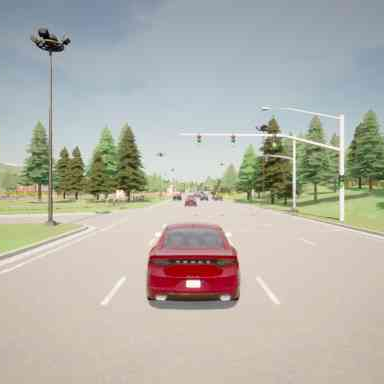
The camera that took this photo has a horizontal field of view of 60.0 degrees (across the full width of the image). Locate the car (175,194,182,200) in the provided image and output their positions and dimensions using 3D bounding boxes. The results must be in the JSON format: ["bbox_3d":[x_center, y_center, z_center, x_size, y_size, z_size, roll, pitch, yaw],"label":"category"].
[{"bbox_3d":[-3.846,1.310,93.999,1.882,1.535,5.008,0,0,0],"label":"car"}]

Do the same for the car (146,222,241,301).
[{"bbox_3d":[0.032,1.478,8.377,1.882,1.535,5.008,0,0,0],"label":"car"}]

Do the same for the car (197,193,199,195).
[{"bbox_3d":[3.154,1.357,94.025,2.128,1.511,4.902,0,0,0],"label":"car"}]

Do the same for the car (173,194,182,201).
[{"bbox_3d":[-3.807,1.469,83.579,1.882,1.535,5.008,0,0,0],"label":"car"}]

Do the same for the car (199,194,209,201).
[{"bbox_3d":[3.191,1.516,84.022,1.812,1.442,4.674,0,0,0],"label":"car"}]

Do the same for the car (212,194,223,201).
[{"bbox_3d":[6.693,1.516,83.618,2.128,1.511,4.902,0,0,0],"label":"car"}]

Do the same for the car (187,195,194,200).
[{"bbox_3d":[-0.346,1.427,94.042,1.895,1.301,4.718,0,0,0],"label":"car"}]

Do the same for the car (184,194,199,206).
[{"bbox_3d":[-0.194,1.525,52.979,1.812,1.442,4.674,0,0,0],"label":"car"}]

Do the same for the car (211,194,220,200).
[{"bbox_3d":[6.654,1.372,94.038,2.033,1.411,5.357,0,0,0],"label":"car"}]
